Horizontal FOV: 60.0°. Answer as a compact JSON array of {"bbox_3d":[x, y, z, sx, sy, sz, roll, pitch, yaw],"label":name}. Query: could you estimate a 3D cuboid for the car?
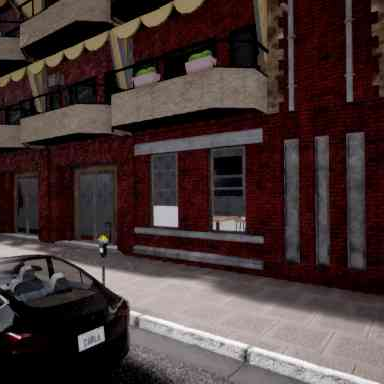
[{"bbox_3d":[-2.739,1.567,4.681,4.313,1.339,1.947,0,-1,35],"label":"car"}]
